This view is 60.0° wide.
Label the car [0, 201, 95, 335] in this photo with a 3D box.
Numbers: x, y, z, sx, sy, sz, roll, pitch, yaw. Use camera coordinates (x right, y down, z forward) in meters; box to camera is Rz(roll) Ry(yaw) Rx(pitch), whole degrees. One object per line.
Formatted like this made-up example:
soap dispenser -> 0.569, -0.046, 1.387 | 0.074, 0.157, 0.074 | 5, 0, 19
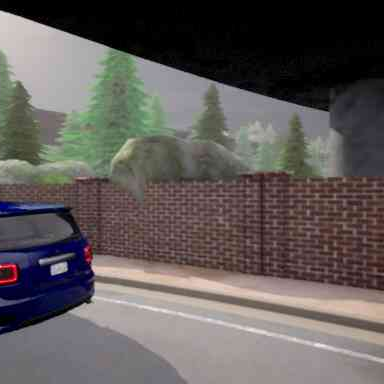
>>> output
car -> -4.343, 1.197, 5.906 | 5.566, 2.045, 2.150 | 0, 0, 25
